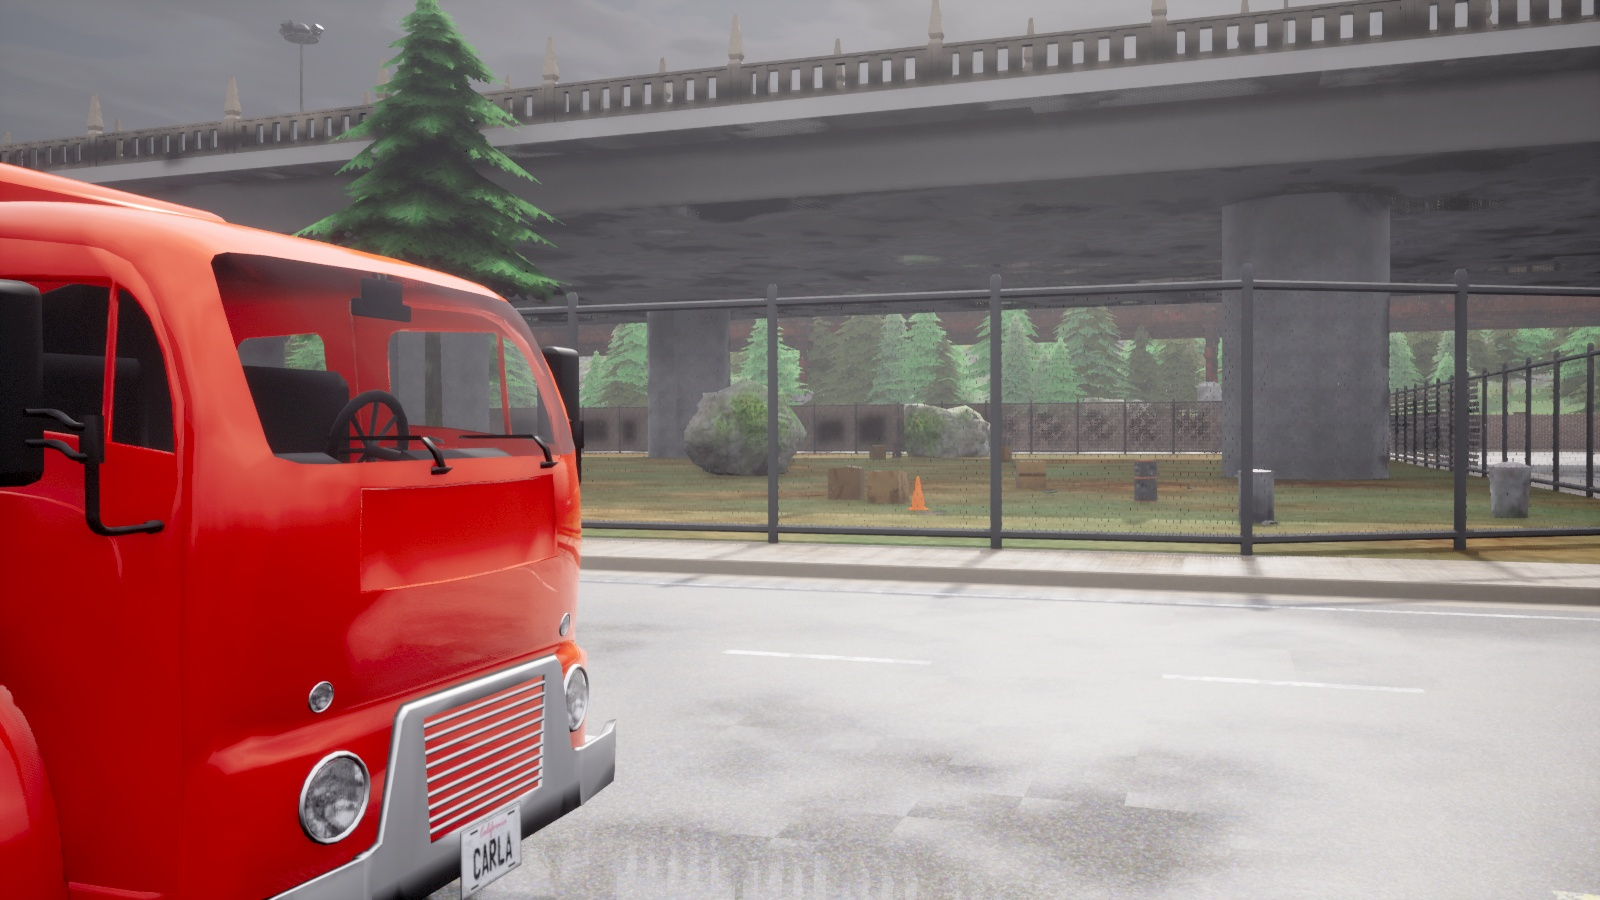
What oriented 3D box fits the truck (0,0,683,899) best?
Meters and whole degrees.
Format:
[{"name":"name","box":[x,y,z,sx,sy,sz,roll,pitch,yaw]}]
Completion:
[{"name":"truck","box":[-3.327,0.258,4.304,5.204,2.467,2.627,1,1,19]}]
